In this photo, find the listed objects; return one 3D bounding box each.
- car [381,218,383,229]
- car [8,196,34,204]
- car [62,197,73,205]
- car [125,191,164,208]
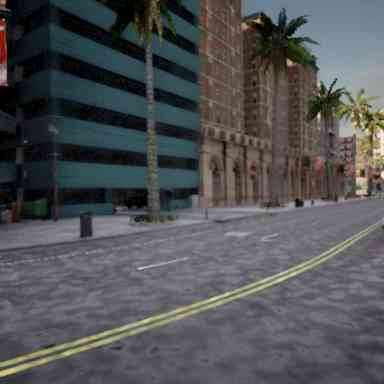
[{"bbox_3d":[10.943,1.405,16.790,1.895,1.301,4.718,0,0,37],"label":"car"},{"bbox_3d":[-30.291,1.488,59.396,2.161,1.482,4.786,0,0,37],"label":"car"},{"bbox_3d":[-21.224,1.468,52.147,1.895,1.301,4.718,0,0,37],"label":"car"},{"bbox_3d":[-5.881,0.909,41.786,2.435,2.045,5.566,0,0,37],"label":"car"}]
